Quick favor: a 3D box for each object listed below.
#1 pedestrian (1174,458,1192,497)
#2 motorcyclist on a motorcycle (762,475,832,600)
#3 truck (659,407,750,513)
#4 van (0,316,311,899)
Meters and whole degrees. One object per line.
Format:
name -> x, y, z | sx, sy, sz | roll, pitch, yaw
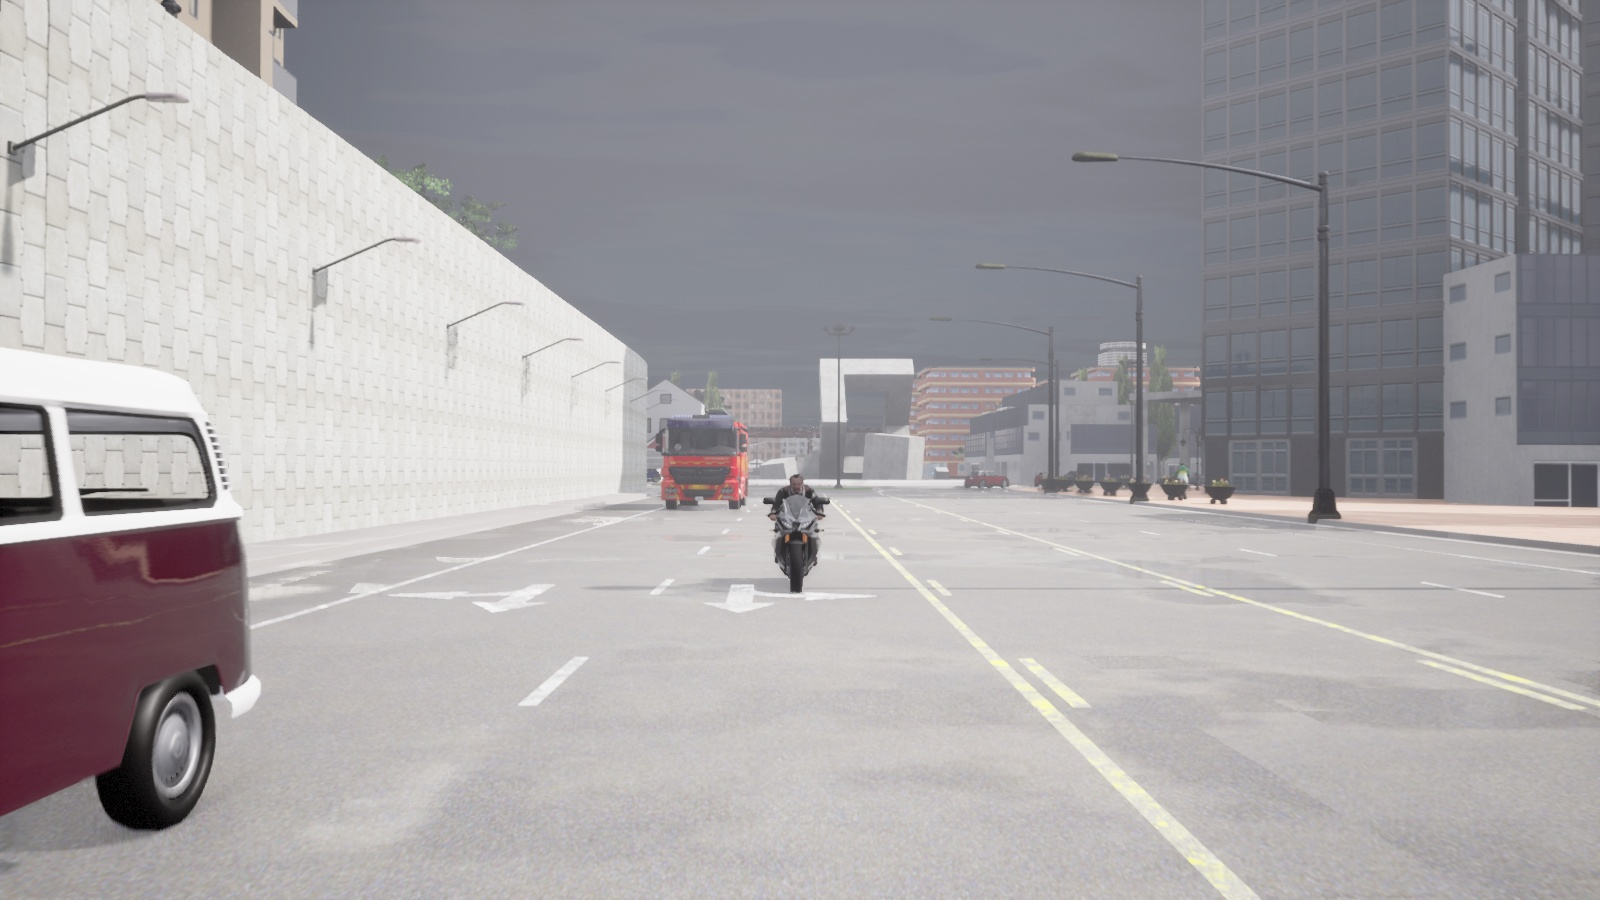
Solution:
pedestrian -> 19.097, 1.363, 62.638 | 0.659, 1.952, 0.873 | 0, -1, 1
motorcyclist on a motorcycle -> -0.039, 1.098, 16.606 | 0.866, 1.530, 2.191 | 0, -1, 0
truck -> -3.643, 0.412, 49.722 | 2.891, 3.827, 8.468 | 0, -1, 0
van -> -3.511, 0.612, 4.124 | 2.069, 2.038, 4.480 | 0, -1, 0
